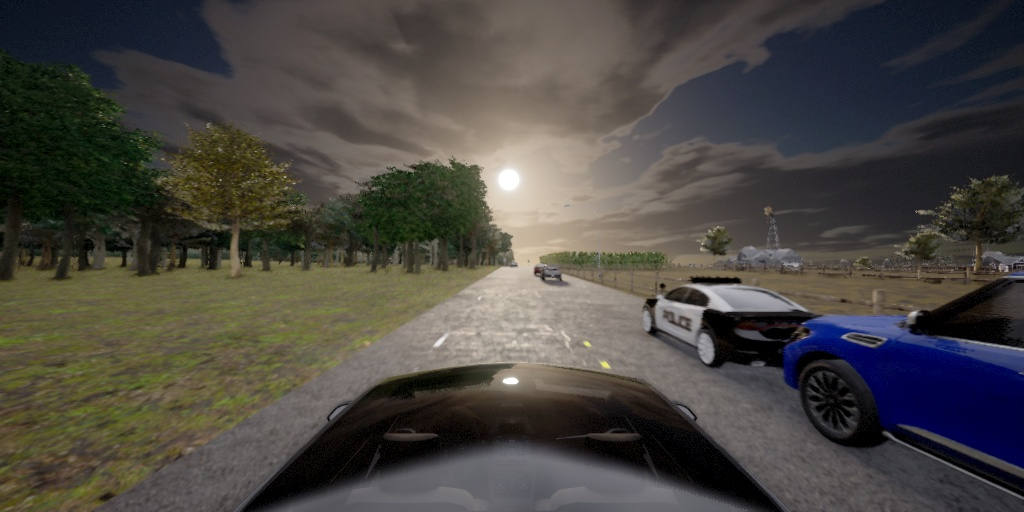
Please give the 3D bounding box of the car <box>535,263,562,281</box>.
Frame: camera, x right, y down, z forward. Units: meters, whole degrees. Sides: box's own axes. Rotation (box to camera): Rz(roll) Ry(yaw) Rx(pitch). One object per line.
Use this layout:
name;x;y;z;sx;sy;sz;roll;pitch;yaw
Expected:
car;3.759;1.603;35.156;2.128;1.511;4.902;0;-1;1

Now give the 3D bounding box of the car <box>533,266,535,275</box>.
car;3.795;1.699;47.175;1.882;1.535;5.008;0;0;1

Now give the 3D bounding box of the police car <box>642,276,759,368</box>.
police car;4.576;1.279;8.279;1.930;1.638;5.238;0;-1;0

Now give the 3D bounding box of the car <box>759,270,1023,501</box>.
car;4.538;1.016;2.202;2.150;2.045;5.566;0;-1;0
